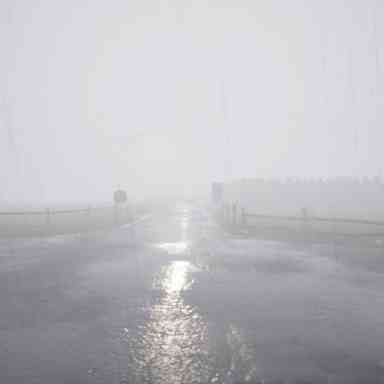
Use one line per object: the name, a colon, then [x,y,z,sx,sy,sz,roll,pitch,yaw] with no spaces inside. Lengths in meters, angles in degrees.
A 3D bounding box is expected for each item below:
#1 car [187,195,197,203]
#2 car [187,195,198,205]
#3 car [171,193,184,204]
car: [0.011,1.435,68.060,1.837,1.490,4.892,0,0,0]
car: [0.010,1.547,58.085,1.895,1.301,4.718,0,0,0]
car: [-2.740,1.161,62.195,2.150,2.045,5.566,0,0,0]
